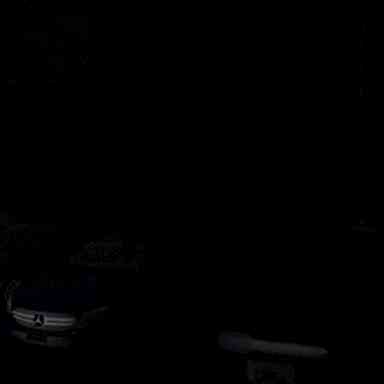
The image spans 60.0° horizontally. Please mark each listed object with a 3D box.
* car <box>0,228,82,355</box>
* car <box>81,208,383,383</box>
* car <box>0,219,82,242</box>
[{"bbox_3d":[-1.271,1.520,6.314,2.002,1.452,4.674,1,0,16],"label":"car"},{"bbox_3d":[1.189,1.233,4.593,2.435,2.045,5.566,0,-1,16],"label":"car"},{"bbox_3d":[-3.731,1.471,8.074,2.097,1.535,5.008,1,0,15],"label":"car"}]
